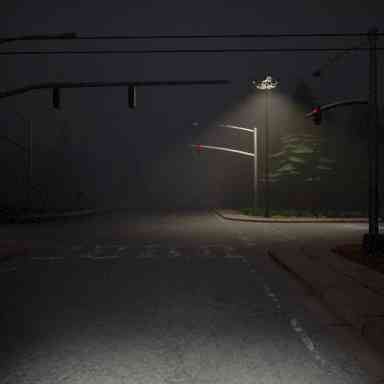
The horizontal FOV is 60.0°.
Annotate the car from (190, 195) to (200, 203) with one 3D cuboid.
[{"bbox_3d":[0.585,1.536,73.448,2.097,1.767,4.553,0,0,2],"label":"car"}]

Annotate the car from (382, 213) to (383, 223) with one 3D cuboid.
[{"bbox_3d":[15.126,1.359,21.985,4.553,1.767,2.097,0,0,1],"label":"car"}]
